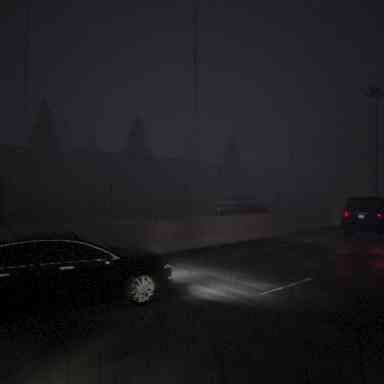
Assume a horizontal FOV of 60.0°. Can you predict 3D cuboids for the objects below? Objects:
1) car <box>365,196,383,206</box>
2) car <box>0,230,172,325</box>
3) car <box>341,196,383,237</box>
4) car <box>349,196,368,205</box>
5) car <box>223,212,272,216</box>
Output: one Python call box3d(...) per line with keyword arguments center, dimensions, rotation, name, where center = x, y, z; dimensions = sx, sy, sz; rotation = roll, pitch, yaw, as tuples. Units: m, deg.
box3d(center=(30.903, 1.473, 56.098), dimensions=(1.882, 1.535, 5.008), rotation=(0, 0, 43), name="car")
box3d(center=(-2.681, 1.504, 6.351), dimensions=(4.892, 1.490, 1.837), rotation=(0, 0, -36), name="car")
box3d(center=(9.610, 1.219, 17.148), dimensions=(2.150, 2.045, 5.566), rotation=(0, 0, 44), name="car")
box3d(center=(30.519, 1.497, 60.814), dimensions=(1.837, 1.490, 4.892), rotation=(0, 0, 43), name="car")
box3d(center=(3.607, 1.563, 21.282), dimensions=(1.994, 1.385, 4.181), rotation=(0, 0, 45), name="car")
